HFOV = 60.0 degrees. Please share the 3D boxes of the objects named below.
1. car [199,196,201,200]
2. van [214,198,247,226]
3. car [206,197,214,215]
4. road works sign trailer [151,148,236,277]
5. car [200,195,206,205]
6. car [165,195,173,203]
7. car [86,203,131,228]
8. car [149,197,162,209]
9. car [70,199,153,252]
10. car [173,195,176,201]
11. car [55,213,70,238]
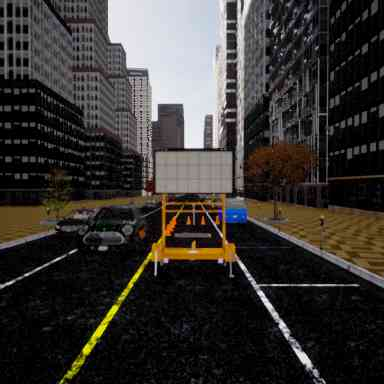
[{"bbox_3d":[2.826,1.585,68.037,1.947,1.339,4.313,-1,0,0],"label":"car"},{"bbox_3d":[2.724,1.338,23.038,1.690,1.788,3.998,-1,0,0],"label":"van"},{"bbox_3d":[2.750,1.440,34.287,1.967,1.590,4.097,-1,0,0],"label":"car"},{"bbox_3d":[0.059,0.461,10.211,2.380,3.560,2.880,0,0,1],"label":"road works sign trailer"},{"bbox_3d":[2.801,1.536,56.958,1.752,1.417,4.829,-1,0,0],"label":"car"},{"bbox_3d":[-5.557,1.459,68.055,1.967,1.590,4.097,-1,0,0],"label":"car"},{"bbox_3d":[-5.652,1.548,23.055,2.008,1.369,4.403,-1,0,0],"label":"car"},{"bbox_3d":[-5.603,1.555,45.555,2.008,1.369,4.403,-1,0,0],"label":"car"},{"bbox_3d":[-3.069,1.348,13.708,2.097,1.767,4.553,0,0,0],"label":"car"},{"bbox_3d":[-5.518,1.581,84.930,1.887,1.381,4.507,-1,0,0],"label":"car"},{"bbox_3d":[-5.664,1.547,17.431,2.008,1.369,4.403,-1,0,0],"label":"car"}]
